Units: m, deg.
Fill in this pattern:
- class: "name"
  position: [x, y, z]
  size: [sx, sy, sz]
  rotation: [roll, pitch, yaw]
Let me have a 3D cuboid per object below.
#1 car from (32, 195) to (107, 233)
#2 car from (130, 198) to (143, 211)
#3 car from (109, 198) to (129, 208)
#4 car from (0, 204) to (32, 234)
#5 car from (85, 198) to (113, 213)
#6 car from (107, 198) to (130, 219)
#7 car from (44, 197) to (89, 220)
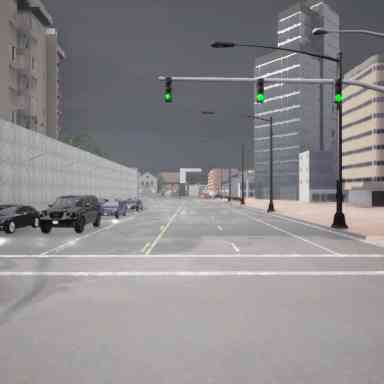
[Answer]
- class: "car"
  position: [-7.104, 1.221, 20.051]
  size: [2.150, 2.045, 5.566]
  rotation: [0, 0, 0]
- class: "car"
  position: [-7.107, 1.491, 40.034]
  size: [2.128, 1.511, 4.902]
  rotation: [0, 0, 0]
- class: "car"
  position: [-10.576, 1.601, 48.365]
  size: [1.895, 1.301, 4.718]
  rotation: [0, 0, 0]
- class: "car"
  position: [-10.608, 1.505, 19.419]
  size: [1.837, 1.490, 4.892]
  rotation: [0, 0, 0]
- class: "car"
  position: [-10.609, 1.505, 38.305]
  size: [1.837, 1.490, 4.892]
  rotation: [0, 0, 0]
- class: "car"
  position: [-7.111, 1.526, 29.692]
  size: [1.812, 1.442, 4.674]
  rotation: [0, 0, 0]
- class: "car"
  position: [-10.611, 1.352, 28.487]
  size: [2.097, 1.767, 4.553]
  rotation: [0, 0, 0]
